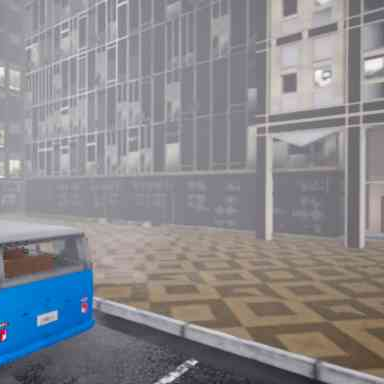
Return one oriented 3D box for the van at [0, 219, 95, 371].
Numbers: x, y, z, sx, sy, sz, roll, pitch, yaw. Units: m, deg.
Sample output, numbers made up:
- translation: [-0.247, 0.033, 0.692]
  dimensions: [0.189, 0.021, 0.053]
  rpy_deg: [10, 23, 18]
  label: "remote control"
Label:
- translation: [-3.310, 1.336, 5.231]
  dimensions: [3.998, 1.788, 1.690]
  rpy_deg: [0, 0, 36]
  label: "van"
